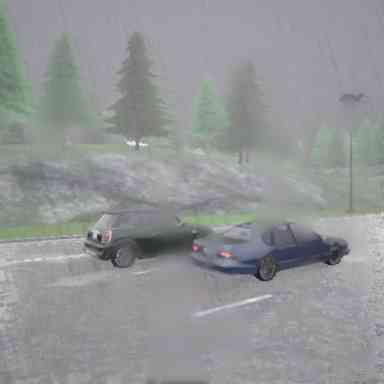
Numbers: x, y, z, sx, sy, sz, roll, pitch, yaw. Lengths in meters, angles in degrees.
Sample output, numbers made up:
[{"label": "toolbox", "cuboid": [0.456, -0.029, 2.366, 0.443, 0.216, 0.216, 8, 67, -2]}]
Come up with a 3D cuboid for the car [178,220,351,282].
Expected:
[{"label": "car", "cuboid": [2.467, 1.548, 9.813, 5.357, 1.411, 2.033, 0, 0, -36]}]

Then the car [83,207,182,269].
[{"label": "car", "cuboid": [-1.251, 1.360, 11.462, 4.553, 1.767, 2.097, 0, 0, -36]}]
